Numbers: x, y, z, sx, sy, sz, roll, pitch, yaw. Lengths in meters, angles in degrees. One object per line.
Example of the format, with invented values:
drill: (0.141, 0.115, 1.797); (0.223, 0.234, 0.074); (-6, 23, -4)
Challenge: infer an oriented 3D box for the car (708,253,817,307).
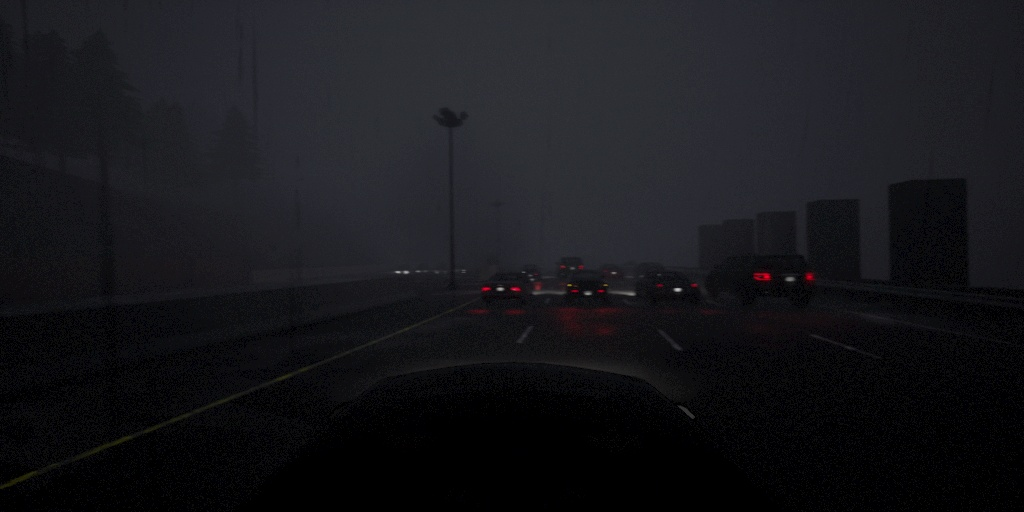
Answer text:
car: (10.289, 0.918, 15.372); (2.150, 2.045, 5.566); (-1, 0, 9)

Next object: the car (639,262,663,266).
car: (12.178, 1.299, 31.861); (1.837, 1.490, 4.892); (-1, 0, 4)

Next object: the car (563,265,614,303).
car: (3.430, 1.334, 16.817); (1.812, 1.442, 4.674); (-1, 0, 9)

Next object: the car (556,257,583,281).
car: (5.177, 1.108, 32.089); (2.150, 2.045, 5.566); (-1, 0, 4)

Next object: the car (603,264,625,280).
car: (8.689, 1.406, 32.106); (1.994, 1.385, 4.181); (-1, 0, 4)

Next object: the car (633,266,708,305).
car: (6.879, 1.320, 16.214); (1.994, 1.385, 4.181); (-1, 0, 9)

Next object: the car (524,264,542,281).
car: (1.714, 1.470, 32.723); (1.812, 1.442, 4.674); (-1, 0, 4)

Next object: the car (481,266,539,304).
car: (-0.081, 1.406, 16.987); (2.033, 1.411, 5.357); (-1, 0, 9)
